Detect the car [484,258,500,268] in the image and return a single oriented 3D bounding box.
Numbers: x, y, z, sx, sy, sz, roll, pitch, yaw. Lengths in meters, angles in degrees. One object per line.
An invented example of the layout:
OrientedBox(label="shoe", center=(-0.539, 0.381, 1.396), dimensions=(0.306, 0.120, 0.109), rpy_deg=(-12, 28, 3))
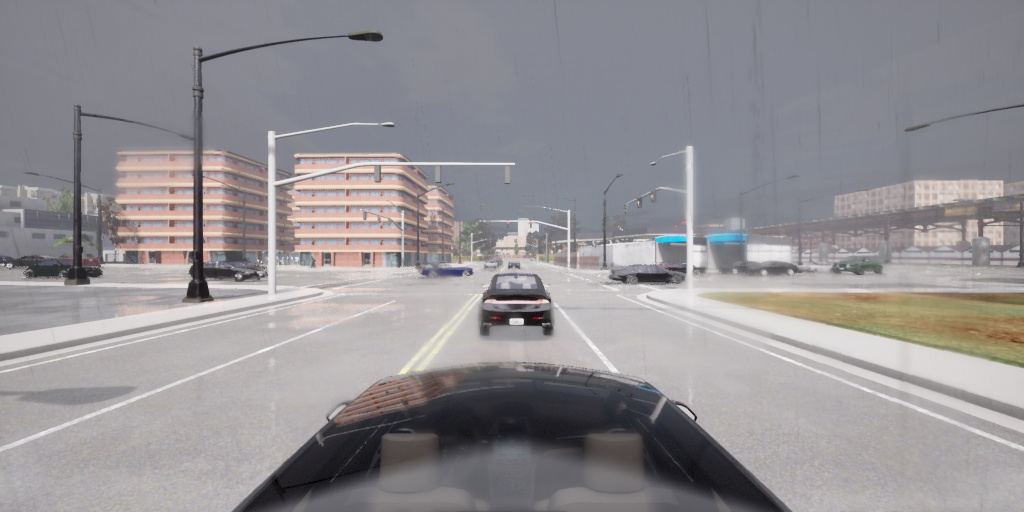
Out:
OrientedBox(label="car", center=(-3.347, 1.351, 55.931), dimensions=(1.895, 1.301, 4.718), rpy_deg=(0, 0, 0))

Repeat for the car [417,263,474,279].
OrientedBox(label="car", center=(-5.850, 1.312, 31.782), dimensions=(4.718, 1.301, 1.895), rpy_deg=(0, 0, -27))

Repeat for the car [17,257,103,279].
OrientedBox(label="car", center=(-33.438, 0.990, 26.827), dimensions=(4.181, 1.385, 1.994), rpy_deg=(1, 0, 1))

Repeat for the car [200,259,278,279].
OrientedBox(label="car", center=(-22.769, 1.082, 30.065), dimensions=(4.902, 1.511, 2.128), rpy_deg=(1, 0, 1))

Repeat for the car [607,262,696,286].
OrientedBox(label="car", center=(9.508, 1.298, 25.126), dimensions=(5.357, 1.411, 2.033), rpy_deg=(0, 0, 2))

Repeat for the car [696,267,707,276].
OrientedBox(label="car", center=(16.619, 1.351, 35.681), dimensions=(4.718, 1.301, 1.895), rpy_deg=(0, 0, 0))

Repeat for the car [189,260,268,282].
OrientedBox(label="car", center=(-20.961, 1.109, 26.520), dimensions=(4.902, 1.511, 2.128), rpy_deg=(1, 0, 1))

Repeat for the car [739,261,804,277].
OrientedBox(label="car", center=(25.897, 1.255, 35.838), dimensions=(4.892, 1.490, 1.837), rpy_deg=(0, 0, -5))

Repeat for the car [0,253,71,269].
OrientedBox(label="car", center=(-50.395, 0.628, 37.891), dimensions=(4.892, 1.490, 1.837), rpy_deg=(1, 0, 2))

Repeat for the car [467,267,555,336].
OrientedBox(label="car", center=(0.117, 1.242, 10.365), dimensions=(2.128, 1.511, 4.902), rpy_deg=(0, 0, 0))

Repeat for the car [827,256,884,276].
OrientedBox(label="car", center=(36.769, 0.972, 38.053), dimensions=(5.566, 2.045, 2.150), rpy_deg=(0, 0, -20))

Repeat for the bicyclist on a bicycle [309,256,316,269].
OrientedBox(label="bicyclist on a bicycle", center=(-25.949, 0.844, 46.637), dimensions=(0.582, 1.620, 1.656), rpy_deg=(1, 0, 1))

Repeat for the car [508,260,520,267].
OrientedBox(label="car", center=(0.343, 1.351, 57.955), dimensions=(1.895, 1.301, 4.718), rpy_deg=(0, 0, 0))

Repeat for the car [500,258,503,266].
OrientedBox(label="car", center=(-3.271, 1.241, 65.186), dimensions=(2.128, 1.511, 4.902), rpy_deg=(0, 0, 1))

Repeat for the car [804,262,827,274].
OrientedBox(label="car", center=(34.865, 1.351, 41.067), dimensions=(4.718, 1.301, 1.895), rpy_deg=(0, 0, -19))

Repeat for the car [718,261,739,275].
OrientedBox(label="car", center=(25.201, 1.255, 39.290), dimensions=(4.892, 1.490, 1.837), rpy_deg=(0, 0, -5))
